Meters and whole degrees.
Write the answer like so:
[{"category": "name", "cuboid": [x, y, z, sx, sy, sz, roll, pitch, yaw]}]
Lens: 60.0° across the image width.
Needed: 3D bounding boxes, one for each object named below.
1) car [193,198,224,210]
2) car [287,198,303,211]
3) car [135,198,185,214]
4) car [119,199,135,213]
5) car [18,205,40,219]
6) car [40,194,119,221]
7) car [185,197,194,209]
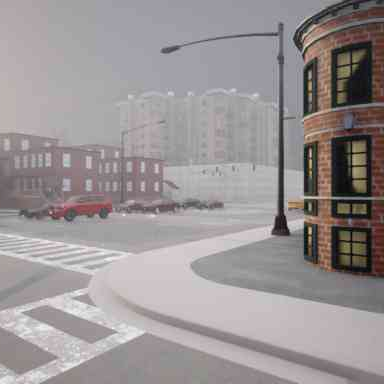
[{"category": "car", "cuboid": [2.514, 1.564, 43.776, 1.994, 1.385, 4.181, 0, 0, 35]}, {"category": "car", "cuboid": [13.160, 1.478, 40.312, 1.882, 1.535, 5.008, 0, 0, 36]}, {"category": "car", "cuboid": [-3.337, 1.478, 35.624, 1.882, 1.535, 5.008, 0, 0, 36]}, {"category": "car", "cuboid": [-6.483, 1.526, 37.227, 1.812, 1.442, 4.674, 0, 0, 35]}, {"category": "car", "cuboid": [-12.212, 1.547, 29.235, 2.033, 1.411, 5.357, 0, 0, 36]}, {"category": "car", "cuboid": [-9.131, 1.221, 27.524, 2.150, 2.045, 5.566, 0, 0, 36]}, {"category": "car", "cuboid": [-0.706, 1.492, 45.289, 2.128, 1.511, 4.902, 0, 0, 36]}]
